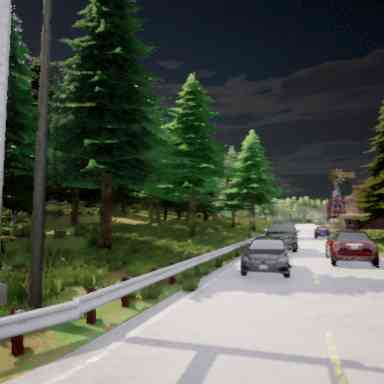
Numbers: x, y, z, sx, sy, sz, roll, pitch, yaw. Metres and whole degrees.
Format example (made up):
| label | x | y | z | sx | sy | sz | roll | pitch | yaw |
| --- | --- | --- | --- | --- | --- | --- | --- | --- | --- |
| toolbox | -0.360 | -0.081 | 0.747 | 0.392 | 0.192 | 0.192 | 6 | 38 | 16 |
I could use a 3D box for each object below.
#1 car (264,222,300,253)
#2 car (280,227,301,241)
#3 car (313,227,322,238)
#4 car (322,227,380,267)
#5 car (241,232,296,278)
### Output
| label | x | y | z | sx | sy | sz | roll | pitch | yaw |
| --- | --- | --- | --- | --- | --- | --- | --- | --- | --- |
| car | 6.574 | 3.212 | 24.099 | 2.150 | 2.045 | 5.566 | -2 | -5 | 19 |
| car | 11.683 | 4.876 | 39.239 | 2.033 | 1.411 | 5.357 | -2 | -5 | 19 |
| car | 16.490 | 5.108 | 42.100 | 1.812 | 1.442 | 4.674 | -2 | -5 | 18 |
| car | 8.211 | 2.757 | 17.401 | 2.097 | 1.767 | 4.553 | -2 | -5 | 19 |
| car | 3.296 | 2.648 | 14.208 | 1.812 | 1.442 | 4.674 | -2 | -5 | 18 |
